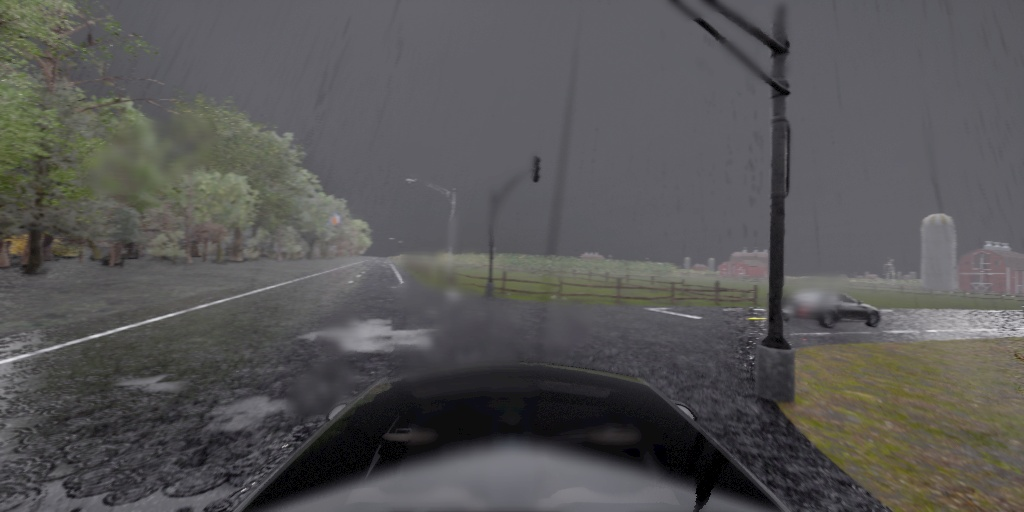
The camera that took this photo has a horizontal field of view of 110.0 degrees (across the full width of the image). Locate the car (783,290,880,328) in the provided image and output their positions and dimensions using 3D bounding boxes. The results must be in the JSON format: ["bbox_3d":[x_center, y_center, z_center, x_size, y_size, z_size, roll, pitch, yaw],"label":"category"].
[{"bbox_3d":[13.436,2.209,15.360,4.674,1.442,1.812,3,-2,-19],"label":"car"}]
